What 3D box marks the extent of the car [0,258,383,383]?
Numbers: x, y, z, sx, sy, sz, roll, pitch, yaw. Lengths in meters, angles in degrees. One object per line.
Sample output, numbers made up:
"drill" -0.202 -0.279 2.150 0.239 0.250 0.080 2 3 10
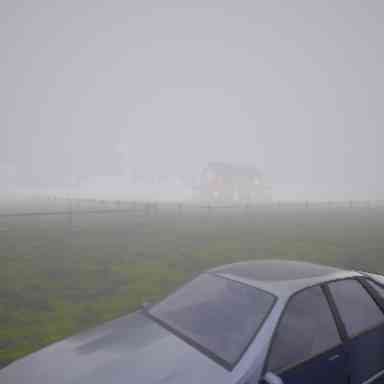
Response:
"car" 0.845 1.548 3.673 5.357 1.411 2.033 0 0 -35
